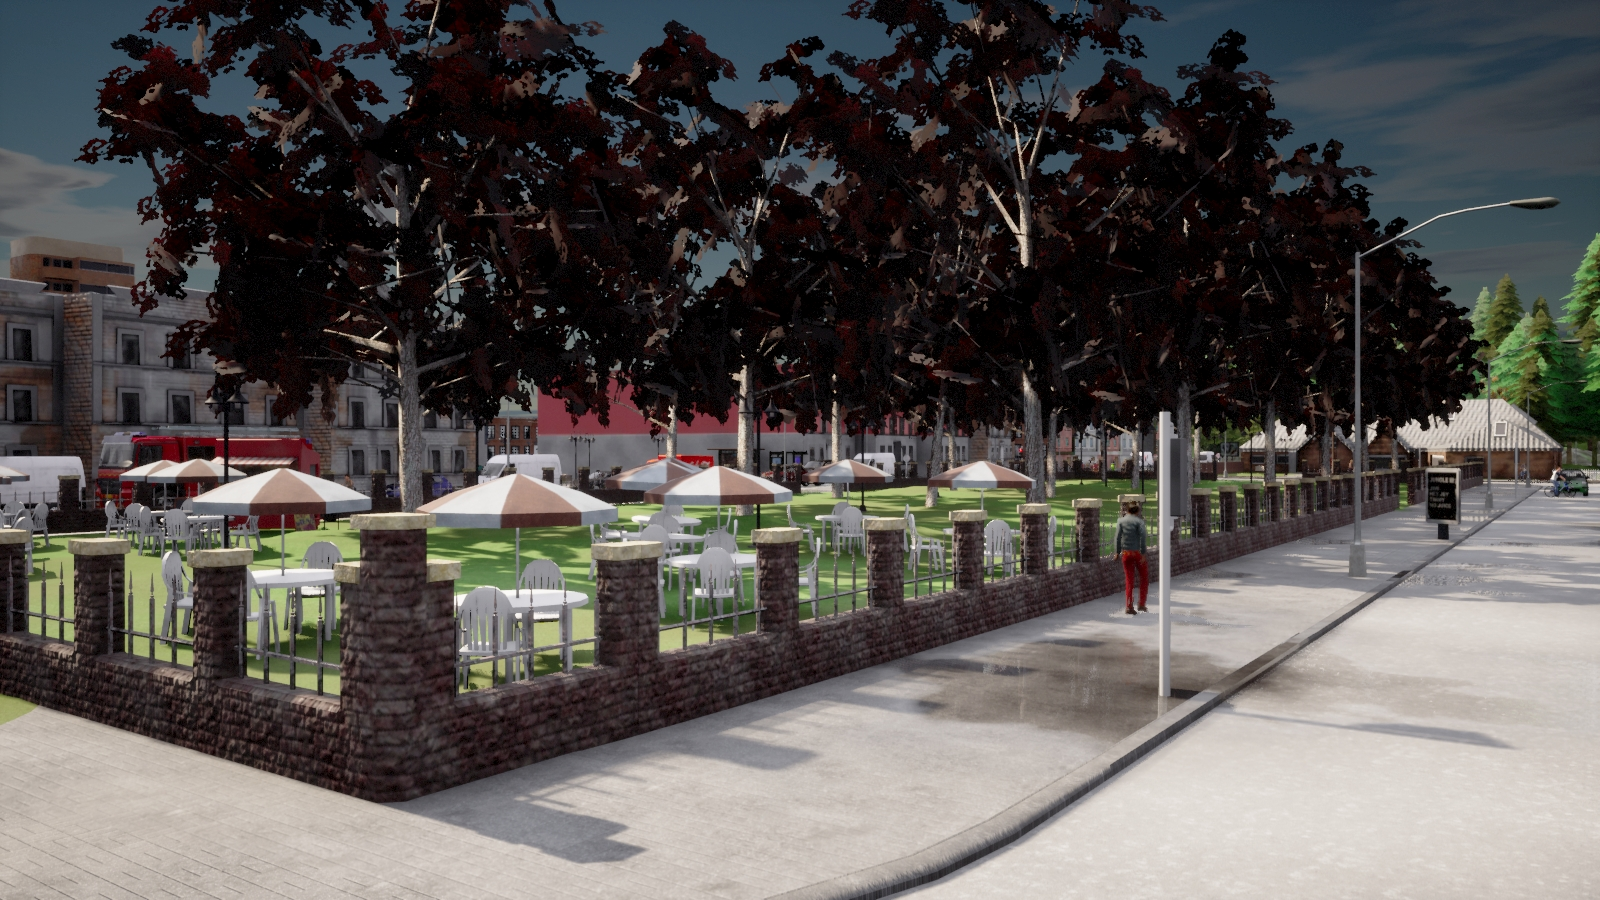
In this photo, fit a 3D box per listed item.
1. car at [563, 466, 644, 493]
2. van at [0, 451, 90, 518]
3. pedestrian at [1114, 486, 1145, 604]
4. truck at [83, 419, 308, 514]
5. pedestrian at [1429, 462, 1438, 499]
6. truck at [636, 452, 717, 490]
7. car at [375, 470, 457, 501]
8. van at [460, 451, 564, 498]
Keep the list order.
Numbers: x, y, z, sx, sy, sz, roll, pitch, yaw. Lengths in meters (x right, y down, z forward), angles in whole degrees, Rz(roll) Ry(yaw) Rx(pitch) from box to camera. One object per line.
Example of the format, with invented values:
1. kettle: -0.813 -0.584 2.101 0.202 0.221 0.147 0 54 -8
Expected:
1. car: -12.166 1.814 71.050 2.097 1.535 5.006 0 0 35
2. van: -31.024 1.314 44.003 1.988 2.561 5.915 0 0 35
3. pedestrian: 5.322 1.520 18.436 0.375 1.860 0.375 0 0 37
4. truck: -26.598 0.670 50.778 2.891 3.827 8.468 0 0 35
5. pedestrian: 31.593 1.525 56.968 0.375 1.860 0.375 0 0 35
6. truck: -8.233 1.348 76.671 2.627 2.467 5.204 0 0 35
7. car: -20.045 1.818 59.739 1.845 1.501 3.633 0 0 35
8. van: -16.329 1.314 65.083 1.988 2.561 5.915 0 0 35
